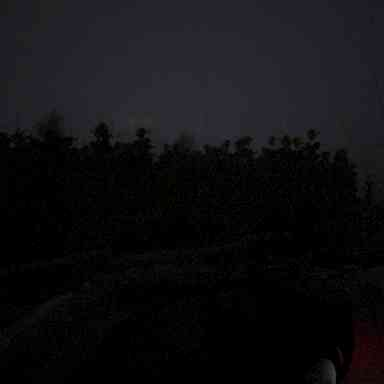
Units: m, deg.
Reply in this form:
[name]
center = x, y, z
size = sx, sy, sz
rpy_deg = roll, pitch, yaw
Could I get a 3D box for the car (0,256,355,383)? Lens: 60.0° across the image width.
[car]
center = -0.467, 1.470, 3.153
size = 5.008, 1.535, 1.882
rpy_deg = 0, 0, -35
